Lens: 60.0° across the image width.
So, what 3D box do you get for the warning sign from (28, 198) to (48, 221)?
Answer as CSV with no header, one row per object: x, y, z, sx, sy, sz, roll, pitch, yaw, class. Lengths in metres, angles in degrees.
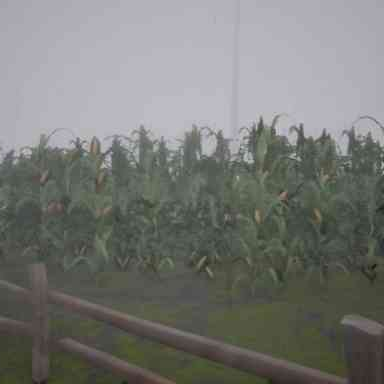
-13.204,1.460,28.471,1.300,1.860,1.060,0,0,35,warning sign
